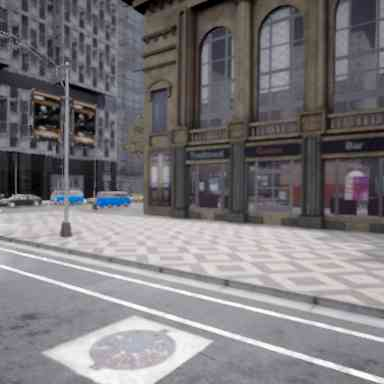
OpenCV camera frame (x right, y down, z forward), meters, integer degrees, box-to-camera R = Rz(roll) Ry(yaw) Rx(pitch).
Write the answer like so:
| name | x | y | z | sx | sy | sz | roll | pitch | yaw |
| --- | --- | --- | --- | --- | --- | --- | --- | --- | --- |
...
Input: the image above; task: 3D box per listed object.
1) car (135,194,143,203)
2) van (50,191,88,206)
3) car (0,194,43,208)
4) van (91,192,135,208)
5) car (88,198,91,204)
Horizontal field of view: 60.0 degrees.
| name | x | y | z | sx | sy | sz | roll | pitch | yaw |
| --- | --- | --- | --- | --- | --- | --- | --- | --- | --- |
| car | -8.905 | 0.887 | 49.921 | 1.752 | 1.417 | 4.829 | 1 | 1 | 36 |
| van | -15.370 | 0.722 | 40.939 | 1.690 | 1.788 | 3.998 | 1 | 1 | 36 |
| car | -18.656 | 0.942 | 36.382 | 2.008 | 1.369 | 4.403 | 1 | 1 | 36 |
| van | -8.452 | 0.847 | 35.959 | 1.690 | 1.788 | 3.998 | 1 | 1 | 36 |
| car | -12.188 | 0.896 | 45.362 | 1.752 | 1.417 | 4.829 | 1 | 1 | 36 |
